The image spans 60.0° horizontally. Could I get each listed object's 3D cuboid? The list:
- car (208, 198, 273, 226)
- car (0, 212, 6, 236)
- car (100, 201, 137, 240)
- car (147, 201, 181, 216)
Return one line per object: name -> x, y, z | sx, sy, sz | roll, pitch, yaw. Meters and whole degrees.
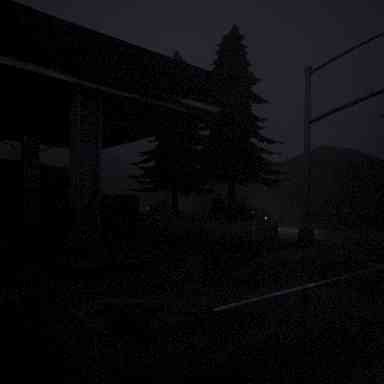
car -> 3.560, 1.470, 25.611 | 2.150, 2.045, 5.566 | 1, 0, -36
car -> -11.735, 1.518, 18.420 | 2.242, 1.667, 4.611 | 1, 0, -36
car -> -4.603, 1.445, 18.243 | 1.905, 1.878, 3.866 | 1, 0, -36
car -> -2.952, 1.664, 34.774 | 2.128, 1.511, 4.902 | 1, 0, -35
